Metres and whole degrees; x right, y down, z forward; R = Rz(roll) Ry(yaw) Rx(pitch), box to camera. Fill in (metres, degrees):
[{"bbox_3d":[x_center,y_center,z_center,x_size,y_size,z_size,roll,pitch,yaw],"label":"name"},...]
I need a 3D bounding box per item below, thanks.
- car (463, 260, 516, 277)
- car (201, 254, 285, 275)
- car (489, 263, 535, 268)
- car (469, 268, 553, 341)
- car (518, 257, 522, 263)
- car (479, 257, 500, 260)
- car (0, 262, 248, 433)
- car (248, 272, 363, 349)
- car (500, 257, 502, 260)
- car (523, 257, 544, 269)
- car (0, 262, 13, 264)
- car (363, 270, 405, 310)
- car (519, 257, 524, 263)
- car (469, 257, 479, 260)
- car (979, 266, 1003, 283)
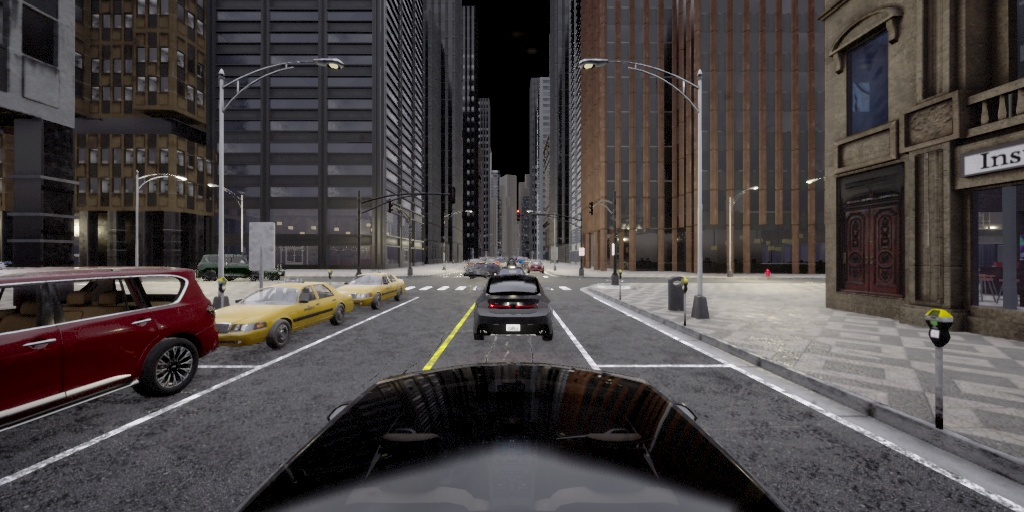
[{"bbox_3d":[-2.130,1.305,31.786,2.033,1.411,5.357,0,0,31],"label":"car"},{"bbox_3d":[-20.025,0.909,26.606,5.566,2.045,2.150,0,0,-1],"label":"car"},{"bbox_3d":[-0.043,1.298,20.238,2.033,1.411,5.357,0,0,0],"label":"car"},{"bbox_3d":[0.037,1.255,9.909,1.837,1.490,4.892,0,0,0],"label":"car"},{"bbox_3d":[2.615,1.330,64.237,1.948,1.339,4.313,0,0,0],"label":"car"},{"bbox_3d":[-3.205,1.111,52.010,2.097,1.767,4.553,0,0,0],"label":"car"},{"bbox_3d":[-5.766,1.065,3.784,2.192,1.841,5.009,0,0,0],"label":"car"},{"bbox_3d":[-5.779,1.276,9.215,1.751,1.417,4.829,0,0,0],"label":"car"},{"bbox_3d":[-3.213,1.115,61.960,2.097,1.767,4.553,0,0,0],"label":"car"},{"bbox_3d":[2.668,1.196,41.801,1.967,1.591,4.097,0,0,0],"label":"car"},{"bbox_3d":[-37.494,1.162,26.475,4.674,1.442,1.812,0,0,0],"label":"car"},{"bbox_3d":[-5.792,1.276,14.817,1.751,1.417,4.829,0,0,0],"label":"car"},{"bbox_3d":[2.628,1.312,58.628,2.007,1.370,4.403,0,0,0],"label":"car"},{"bbox_3d":[-5.883,1.199,52.980,1.967,1.591,4.097,0,0,0],"label":"car"},{"bbox_3d":[37.869,1.413,27.102,4.674,1.442,1.812,0,0,0],"label":"car"}]
